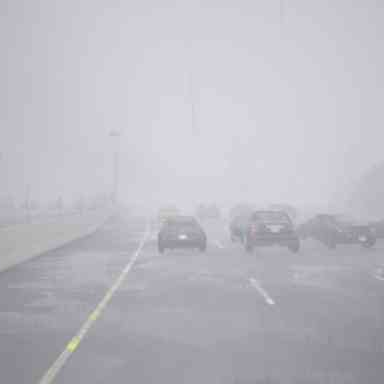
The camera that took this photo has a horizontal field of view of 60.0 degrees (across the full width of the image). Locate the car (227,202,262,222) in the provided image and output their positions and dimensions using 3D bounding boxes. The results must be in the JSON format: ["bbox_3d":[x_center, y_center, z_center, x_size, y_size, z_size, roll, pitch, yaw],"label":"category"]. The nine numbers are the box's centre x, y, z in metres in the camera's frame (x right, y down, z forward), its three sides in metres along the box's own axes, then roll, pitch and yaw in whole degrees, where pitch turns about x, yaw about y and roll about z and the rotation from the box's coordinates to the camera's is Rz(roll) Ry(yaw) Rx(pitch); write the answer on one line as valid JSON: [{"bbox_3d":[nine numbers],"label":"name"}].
[{"bbox_3d":[4.768,1.797,31.003,1.837,1.490,4.892,0,0,-8],"label":"car"}]

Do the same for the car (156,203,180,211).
[{"bbox_3d":[-2.184,1.762,30.170,1.882,1.535,5.008,0,0,-8],"label":"car"}]

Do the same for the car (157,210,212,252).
[{"bbox_3d":[-0.491,1.703,14.692,1.994,1.385,4.181,0,-1,-4],"label":"car"}]

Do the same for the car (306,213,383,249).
[{"bbox_3d":[6.484,1.667,15.253,1.812,1.442,4.674,0,0,-4],"label":"car"}]

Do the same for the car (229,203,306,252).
[{"bbox_3d":[3.012,1.488,14.720,2.097,1.767,4.553,0,-1,-4],"label":"car"}]

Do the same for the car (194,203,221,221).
[{"bbox_3d":[1.307,1.778,30.486,2.128,1.511,4.902,0,0,-8],"label":"car"}]

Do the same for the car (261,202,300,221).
[{"bbox_3d":[8.232,1.800,31.506,1.837,1.490,4.892,0,0,-8],"label":"car"}]
